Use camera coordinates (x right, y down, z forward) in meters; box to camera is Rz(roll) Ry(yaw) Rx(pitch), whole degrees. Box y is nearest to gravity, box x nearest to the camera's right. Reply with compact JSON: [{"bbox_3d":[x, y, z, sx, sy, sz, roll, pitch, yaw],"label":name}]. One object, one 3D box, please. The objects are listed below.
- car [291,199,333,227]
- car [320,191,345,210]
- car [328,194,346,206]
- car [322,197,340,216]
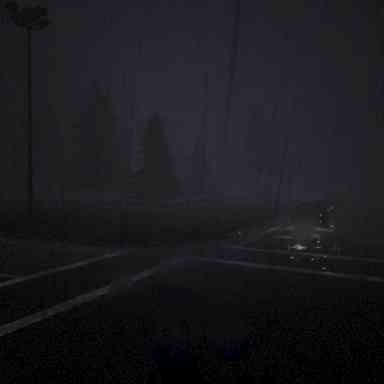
[{"bbox_3d":[7.704,1.388,21.432,1.994,1.385,4.181,0,0,27],"label":"car"},{"bbox_3d":[16.078,0.904,38.092,2.150,2.045,5.566,0,0,26],"label":"car"},{"bbox_3d":[20.580,1.097,47.135,2.128,1.511,4.902,0,0,27],"label":"car"},{"bbox_3d":[11.628,1.358,29.256,1.895,1.301,4.718,0,0,27],"label":"car"}]
